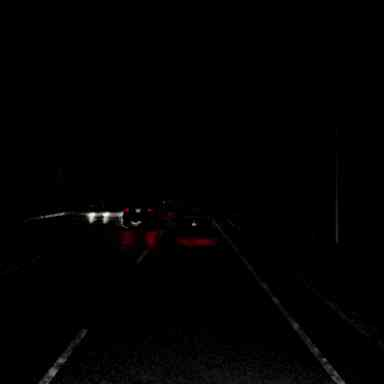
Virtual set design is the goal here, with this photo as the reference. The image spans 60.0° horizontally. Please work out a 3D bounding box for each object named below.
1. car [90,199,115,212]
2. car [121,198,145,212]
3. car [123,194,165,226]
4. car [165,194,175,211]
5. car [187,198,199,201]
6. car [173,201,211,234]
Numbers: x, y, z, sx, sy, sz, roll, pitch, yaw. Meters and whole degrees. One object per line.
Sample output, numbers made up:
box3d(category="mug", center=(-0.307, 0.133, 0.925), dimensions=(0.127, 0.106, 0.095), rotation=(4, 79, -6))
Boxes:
box3d(category="car", center=(-10.590, 1.544, 39.641), dimensions=(1.882, 1.535, 5.008), rotation=(0, 0, 0))
box3d(category="car", center=(-7.089, 1.557, 40.565), dimensions=(2.128, 1.511, 4.902), rotation=(0, 0, 0))
box3d(category="car", center=(-3.401, 1.276, 23.692), dimensions=(2.150, 2.045, 5.566), rotation=(0, 0, 0))
box3d(category="car", center=(-3.402, 1.287, 42.960), dimensions=(2.150, 2.045, 5.566), rotation=(0, 0, 0))
box3d(category="car", center=(0.098, 1.557, 42.131), dimensions=(2.128, 1.511, 4.902), rotation=(0, 0, 0))
box3d(category="car", center=(0.099, 1.521, 19.516), dimensions=(1.882, 1.535, 5.008), rotation=(0, 0, 0))
